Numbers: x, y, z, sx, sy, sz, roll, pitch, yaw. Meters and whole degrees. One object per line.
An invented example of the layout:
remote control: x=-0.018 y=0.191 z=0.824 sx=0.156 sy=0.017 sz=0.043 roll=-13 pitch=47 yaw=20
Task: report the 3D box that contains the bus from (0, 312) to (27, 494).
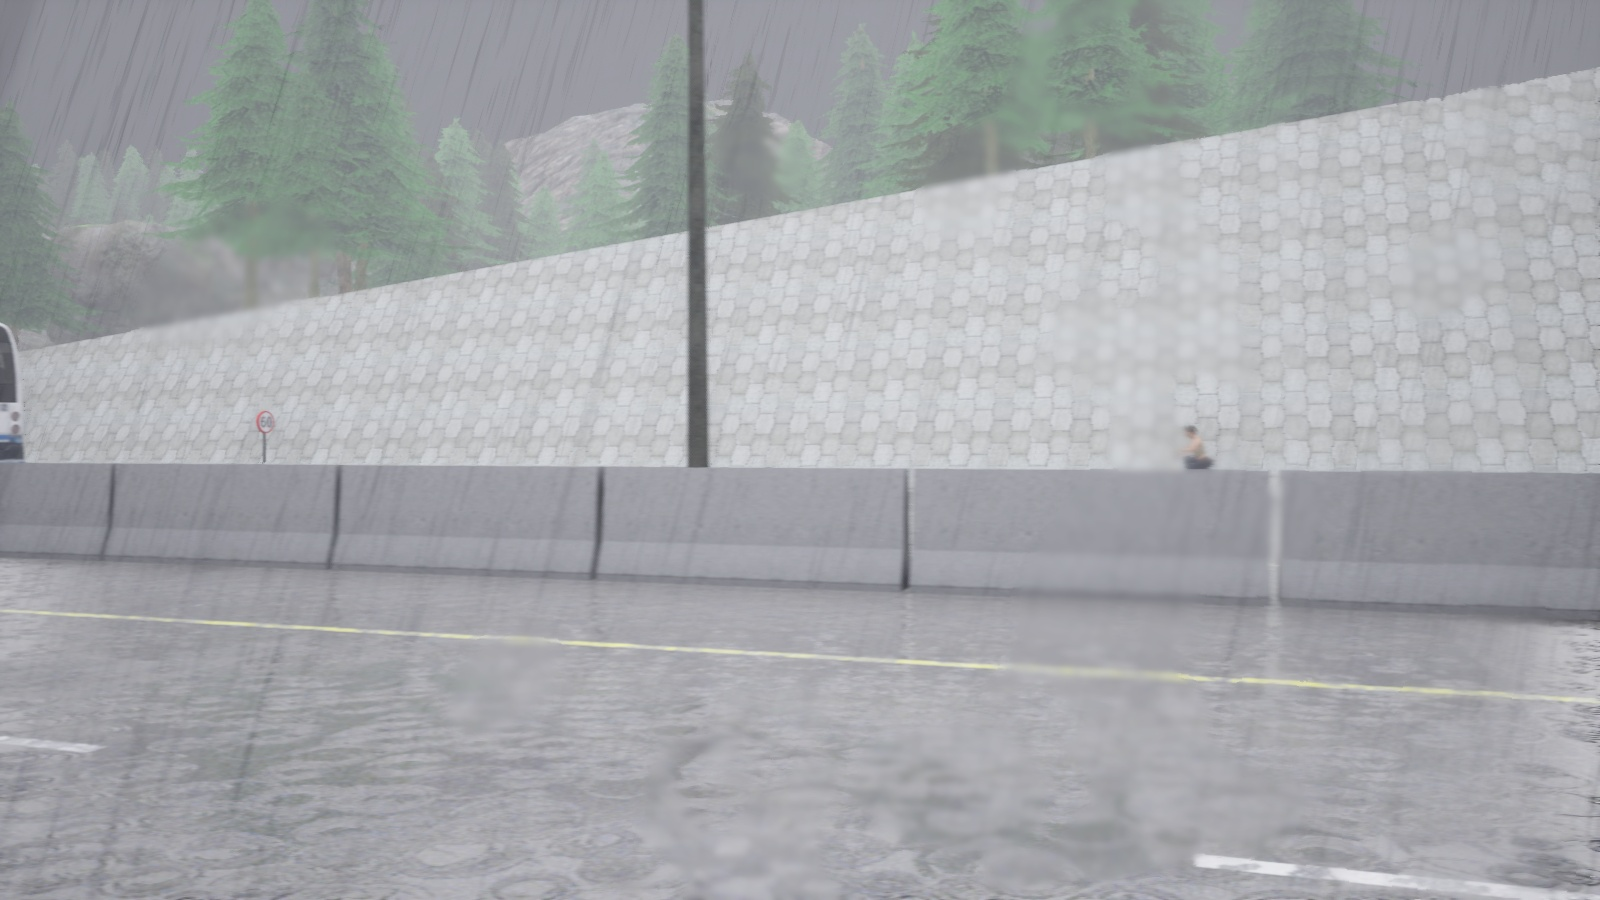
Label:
bus: x=-23.929 y=-1.115 z=29.686 sx=10.273 sy=4.253 sz=3.944 roll=1 pitch=1 yaw=19
